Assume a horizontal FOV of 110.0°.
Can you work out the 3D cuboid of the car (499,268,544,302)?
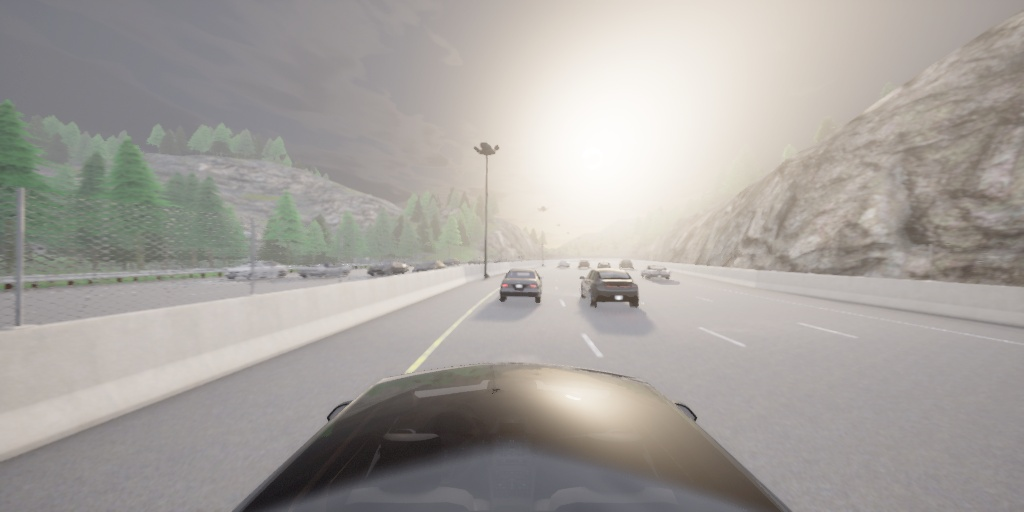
[{"bbox_3d":[0.520,1.302,17.278,2.033,1.411,5.357,1,0,5],"label":"car"}]

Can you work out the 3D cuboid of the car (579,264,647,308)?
[{"bbox_3d":[4.127,1.298,15.696,1.837,1.490,4.892,0,0,4],"label":"car"}]

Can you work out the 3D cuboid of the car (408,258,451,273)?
[{"bbox_3d":[-7.907,1.170,34.897,1.837,1.490,4.892,1,-1,9],"label":"car"}]

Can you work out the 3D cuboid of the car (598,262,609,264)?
[{"bbox_3d":[13.724,1.495,53.563,1.895,1.301,4.718,1,0,15],"label":"car"}]

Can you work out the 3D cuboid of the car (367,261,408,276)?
[{"bbox_3d":[-11.613,1.171,34.148,2.033,1.411,5.357,1,0,9],"label":"car"}]

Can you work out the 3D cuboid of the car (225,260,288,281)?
[{"bbox_3d":[-19.523,1.065,27.675,1.812,1.442,4.674,1,0,7],"label":"car"}]

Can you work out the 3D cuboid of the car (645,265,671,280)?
[{"bbox_3d":[13.141,1.490,33.120,1.895,1.301,4.718,1,0,11],"label":"car"}]

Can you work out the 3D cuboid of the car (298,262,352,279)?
[{"bbox_3d":[-15.679,1.181,30.278,1.895,1.301,4.718,1,0,8],"label":"car"}]

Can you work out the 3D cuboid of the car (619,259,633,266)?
[{"bbox_3d":[19.604,1.308,61.935,2.097,1.767,4.553,1,0,13],"label":"car"}]
